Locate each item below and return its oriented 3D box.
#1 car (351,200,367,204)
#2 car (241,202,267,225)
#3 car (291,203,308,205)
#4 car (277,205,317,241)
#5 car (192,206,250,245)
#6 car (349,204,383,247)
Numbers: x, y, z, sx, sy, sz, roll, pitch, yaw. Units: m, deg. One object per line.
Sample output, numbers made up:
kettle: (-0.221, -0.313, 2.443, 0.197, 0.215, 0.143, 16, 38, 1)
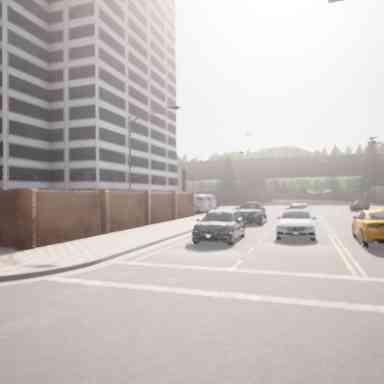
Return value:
car: (21.502, 1.769, 42.688, 1.994, 1.385, 4.181, -1, -1, 19)
car: (4.587, 1.568, 25.804, 2.097, 1.767, 4.553, -1, -1, 19)
car: (8.826, 1.679, 27.407, 2.128, 1.511, 4.902, -1, -1, 19)
car: (5.560, 1.650, 17.677, 1.812, 1.442, 4.674, -1, -1, 18)
car: (1.464, 1.661, 16.538, 1.837, 1.490, 4.892, -1, -1, 19)
car: (8.604, 1.545, 15.256, 1.882, 1.535, 5.008, -1, -1, 19)
